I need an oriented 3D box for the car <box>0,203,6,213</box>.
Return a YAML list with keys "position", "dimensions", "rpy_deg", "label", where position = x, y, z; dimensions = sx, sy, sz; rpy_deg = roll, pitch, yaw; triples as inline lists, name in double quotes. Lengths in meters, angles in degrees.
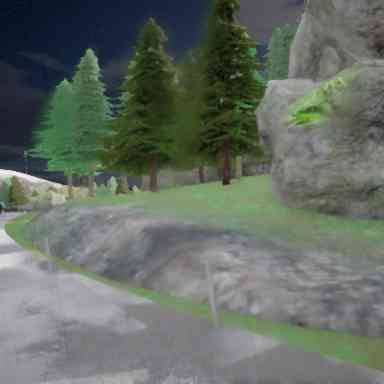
- position: [-21.605, 1.673, 35.583]
  dimensions: [1.812, 1.442, 4.674]
  rpy_deg: [-4, 0, -9]
  label: "car"
